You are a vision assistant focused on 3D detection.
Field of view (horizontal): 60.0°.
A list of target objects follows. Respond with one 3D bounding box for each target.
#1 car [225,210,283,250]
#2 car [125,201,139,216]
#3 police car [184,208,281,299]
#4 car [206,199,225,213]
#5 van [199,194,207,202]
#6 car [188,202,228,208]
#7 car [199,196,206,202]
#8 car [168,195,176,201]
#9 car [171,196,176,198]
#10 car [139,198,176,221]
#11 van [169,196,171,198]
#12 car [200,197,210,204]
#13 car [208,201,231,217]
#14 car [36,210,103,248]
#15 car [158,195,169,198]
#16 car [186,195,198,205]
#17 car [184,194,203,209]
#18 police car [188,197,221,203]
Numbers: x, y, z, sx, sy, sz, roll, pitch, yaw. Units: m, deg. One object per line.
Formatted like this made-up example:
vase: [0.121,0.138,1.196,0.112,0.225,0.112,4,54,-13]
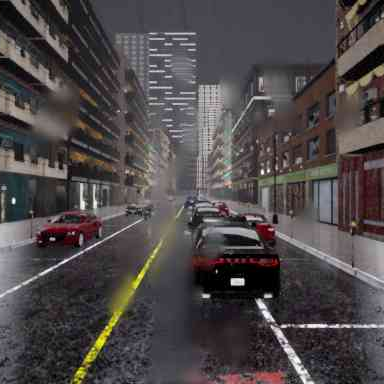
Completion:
car: [2.580,1.587,14.897,1.802,1.307,4.206,1,0,0]
car: [-5.290,1.568,31.960,2.008,1.369,4.403,1,0,0]
police car: [0.830,1.428,8.620,1.930,1.638,5.238,0,0,0]
car: [2.593,1.567,37.657,1.887,1.381,4.507,1,0,0]
van: [2.616,1.424,77.484,1.690,1.788,3.998,0,0,0]
car: [0.835,1.512,18.511,1.837,1.490,4.892,0,0,0]
car: [2.618,1.620,83.344,1.752,1.417,4.829,0,0,0]
car: [-5.260,1.652,88.858,1.887,1.381,4.507,0,0,0]
car: [-5.266,1.627,77.479,1.887,1.381,4.507,0,0,0]
car: [-2.735,1.505,27.239,2.128,1.511,4.902,0,0,0]
van: [-5.273,1.391,60.409,1.690,1.788,3.998,1,0,0]
car: [2.608,1.641,66.104,1.802,1.307,4.206,0,0,0]
car: [2.590,1.599,31.967,1.802,1.307,4.206,1,0,0]
car: [-5.299,1.550,14.890,1.887,1.381,4.507,1,0,0]
car: [-5.278,1.586,54.720,1.887,1.381,4.507,1,0,0]
car: [0.033,1.400,59.536,2.097,1.767,4.553,0,0,0]
car: [0.039,1.382,46.097,2.097,1.767,4.553,0,0,0]
police car: [0.839,1.437,24.621,1.930,1.638,5.238,0,0,0]
